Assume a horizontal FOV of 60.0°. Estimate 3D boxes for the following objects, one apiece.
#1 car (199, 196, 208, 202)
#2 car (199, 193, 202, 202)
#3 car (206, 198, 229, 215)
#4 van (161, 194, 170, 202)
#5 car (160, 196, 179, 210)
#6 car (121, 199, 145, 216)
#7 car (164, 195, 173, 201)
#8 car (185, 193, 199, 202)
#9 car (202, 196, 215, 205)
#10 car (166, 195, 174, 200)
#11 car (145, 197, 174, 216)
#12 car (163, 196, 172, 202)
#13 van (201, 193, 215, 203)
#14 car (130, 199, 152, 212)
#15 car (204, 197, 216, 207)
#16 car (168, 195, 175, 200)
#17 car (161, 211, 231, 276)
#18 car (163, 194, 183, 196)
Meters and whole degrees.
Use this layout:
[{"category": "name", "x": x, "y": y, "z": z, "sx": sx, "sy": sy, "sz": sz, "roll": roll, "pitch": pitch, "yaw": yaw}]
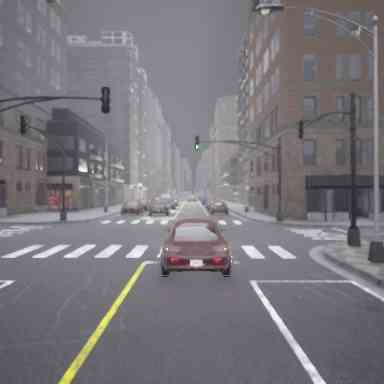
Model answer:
[{"category": "car", "x": 2.688, "y": 1.533, "z": 78.322, "sx": 1.947, "sy": 1.339, "sz": 4.313, "roll": 1, "pitch": 0, "yaw": 0}, {"category": "car", "x": 2.687, "y": 1.287, "z": 55.628, "sx": 2.192, "sy": 1.841, "sz": 5.009, "roll": 1, "pitch": 0, "yaw": 0}, {"category": "car", "x": 2.681, "y": 1.563, "z": 32.935, "sx": 1.802, "sy": 1.307, "sz": 4.206, "roll": 1, "pitch": 0, "yaw": 0}, {"category": "van", "x": -5.836, "y": 1.309, "z": 72.655, "sx": 1.690, "sy": 1.788, "sz": 3.998, "roll": 1, "pitch": 0, "yaw": 0}, {"category": "car", "x": -3.083, "y": 1.541, "z": 42.528, "sx": 1.994, "sy": 1.385, "sz": 4.181, "roll": 0, "pitch": 0, "yaw": 0}, {"category": "car", "x": -5.845, "y": 1.526, "z": 32.945, "sx": 1.887, "sy": 1.381, "sz": 4.507, "roll": 1, "pitch": 0, "yaw": 0}, {"category": "car", "x": -5.836, "y": 1.517, "z": 84.001, "sx": 2.008, "sy": 1.369, "sz": 4.403, "roll": 1, "pitch": 0, "yaw": 0}, {"category": "car", "x": 0.013, "y": 1.508, "z": 72.669, "sx": 2.033, "sy": 1.411, "sz": 5.357, "roll": 0, "pitch": 0, "yaw": 0}, {"category": "car", "x": 2.683, "y": 1.558, "z": 44.282, "sx": 1.802, "sy": 1.307, "sz": 4.206, "roll": 1, "pitch": 0, "yaw": 0}, {"category": "car", "x": -5.836, "y": 1.531, "z": 89.674, "sx": 1.947, "sy": 1.339, "sz": 4.313, "roll": 1, "pitch": 0, "yaw": 0}, {"category": "car", "x": -3.091, "y": 1.486, "z": 32.564, "sx": 1.837, "sy": 1.490, "sz": 4.892, "roll": 0, "pitch": 0, "yaw": 0}, {"category": "car", "x": -5.837, "y": 1.549, "z": 78.328, "sx": 1.802, "sy": 1.307, "sz": 4.206, "roll": 1, "pitch": 0, "yaw": 0}, {"category": "van", "x": 2.686, "y": 1.315, "z": 49.955, "sx": 1.690, "sy": 1.788, "sz": 3.998, "roll": 1, "pitch": 0, "yaw": 0}, {"category": "car", "x": -5.844, "y": 1.523, "z": 38.618, "sx": 1.887, "sy": 1.381, "sz": 4.507, "roll": 1, "pitch": 0, "yaw": 0}, {"category": "car", "x": 2.682, "y": 1.560, "z": 38.608, "sx": 1.802, "sy": 1.307, "sz": 4.206, "roll": 1, "pitch": 0, "yaw": 0}, {"category": "car", "x": -5.835, "y": 1.529, "z": 95.347, "sx": 1.947, "sy": 1.339, "sz": 4.313, "roll": 1, "pitch": 0, "yaw": 0}, {"category": "car", "x": 0.102, "y": 1.519, "z": 10.171, "sx": 1.812, "sy": 1.442, "sz": 4.674, "roll": 0, "pitch": 0, "yaw": 0}, {"category": "car", "x": -3.026, "y": 1.520, "z": 52.967, "sx": 2.033, "sy": 1.411, "sz": 5.357, "roll": 0, "pitch": 0, "yaw": 1}]
